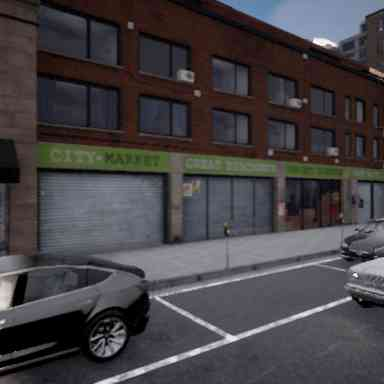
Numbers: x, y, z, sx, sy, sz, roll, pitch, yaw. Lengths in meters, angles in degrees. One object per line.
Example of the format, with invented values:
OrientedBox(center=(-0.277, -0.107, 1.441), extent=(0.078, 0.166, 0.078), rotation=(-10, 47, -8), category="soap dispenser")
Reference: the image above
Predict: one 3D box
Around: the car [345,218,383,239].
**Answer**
OrientedBox(center=(6.645, 1.552, 10.930), extent=(4.403, 1.369, 2.008), rotation=(0, 0, -36), category="car")

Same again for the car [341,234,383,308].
OrientedBox(center=(5.148, 1.602, 6.735), extent=(4.718, 1.301, 1.895), rotation=(0, 0, -35), category="car")

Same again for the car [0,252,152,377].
OrientedBox(center=(-2.606, 1.566, 4.329), extent=(4.313, 1.339, 1.947), rotation=(0, 0, -36), category="car")
